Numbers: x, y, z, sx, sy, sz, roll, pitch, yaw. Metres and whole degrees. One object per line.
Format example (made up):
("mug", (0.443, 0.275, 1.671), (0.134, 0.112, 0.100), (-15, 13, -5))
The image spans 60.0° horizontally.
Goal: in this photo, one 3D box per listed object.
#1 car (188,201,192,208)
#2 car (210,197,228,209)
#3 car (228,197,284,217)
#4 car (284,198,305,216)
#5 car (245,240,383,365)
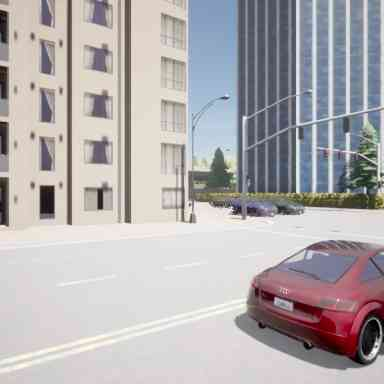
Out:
("car", (-1.763, 1.564, 48.218), (1.994, 1.385, 4.181), (0, 0, -35))
("car", (4.418, 1.491, 45.753), (2.128, 1.511, 4.902), (0, 0, -35))
("car", (5.788, 1.352, 30.824), (2.097, 1.767, 4.553), (0, 0, -32))
("car", (8.841, 1.352, 32.930), (2.097, 1.767, 4.553), (0, 0, -35))
("car", (2.947, 1.564, 5.881), (4.181, 1.385, 1.994), (0, 0, -35))
